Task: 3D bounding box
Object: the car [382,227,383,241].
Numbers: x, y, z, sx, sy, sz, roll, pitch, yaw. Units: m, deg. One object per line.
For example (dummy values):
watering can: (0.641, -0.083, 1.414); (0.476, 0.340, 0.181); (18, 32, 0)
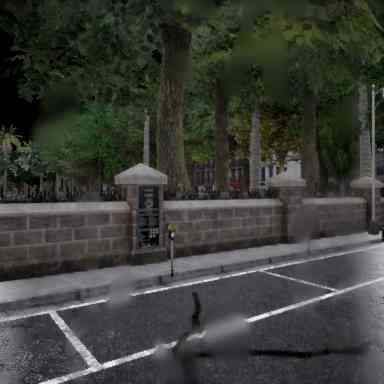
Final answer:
car: (9.754, 1.310, 13.498); (5.009, 1.841, 2.192); (0, 0, -36)
